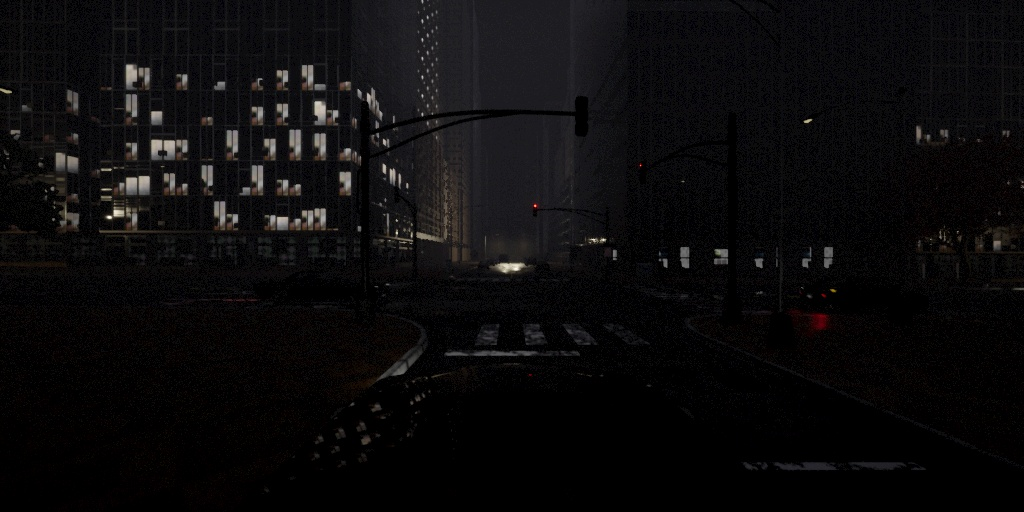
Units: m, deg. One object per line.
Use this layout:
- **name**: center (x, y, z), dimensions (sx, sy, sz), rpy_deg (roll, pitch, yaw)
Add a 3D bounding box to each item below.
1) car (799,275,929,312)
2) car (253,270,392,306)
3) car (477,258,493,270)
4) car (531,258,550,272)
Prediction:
- **car**: center (15.074, 1.574, 15.496), dimensions (4.674, 1.442, 1.812), rpy_deg (1, 0, -3)
- **car**: center (-7.407, 1.241, 14.431), dimensions (4.718, 1.301, 1.895), rpy_deg (1, 0, -3)
- **car**: center (-4.073, 1.341, 52.022), dimensions (1.802, 1.307, 4.207), rpy_deg (0, 0, 0)
- **car**: center (3.885, 1.327, 46.537), dimensions (1.948, 1.339, 4.313), rpy_deg (0, 0, 0)
